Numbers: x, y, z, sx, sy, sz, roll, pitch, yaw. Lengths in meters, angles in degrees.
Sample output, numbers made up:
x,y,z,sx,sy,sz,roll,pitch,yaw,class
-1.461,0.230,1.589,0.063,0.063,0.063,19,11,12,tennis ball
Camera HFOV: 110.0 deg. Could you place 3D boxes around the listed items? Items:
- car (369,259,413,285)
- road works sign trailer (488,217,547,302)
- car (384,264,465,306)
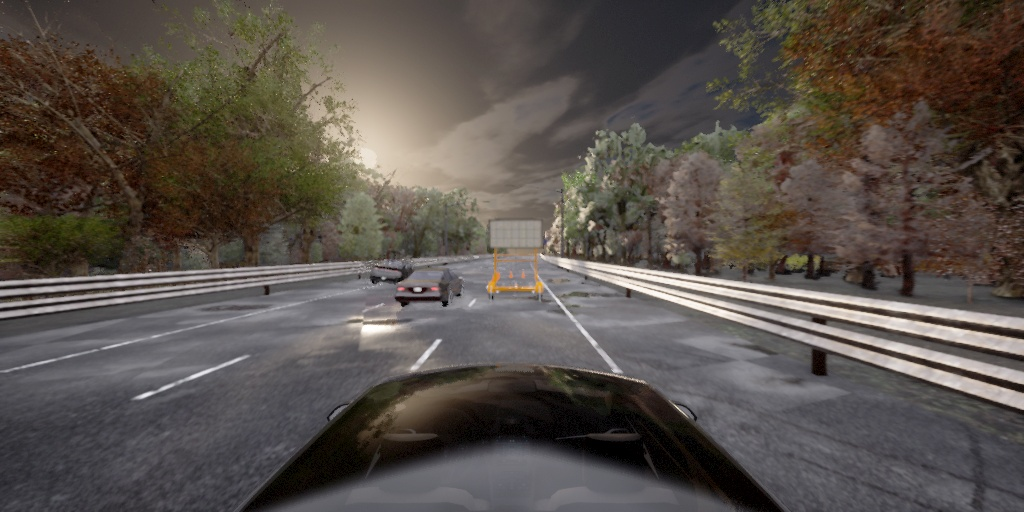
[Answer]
x,y,z,sx,sy,sz,roll,pitch,yaw,class
-6.458,0.982,20.575,2.128,1.511,4.902,9,-1,0,car
0.176,0.086,16.045,2.380,3.560,2.880,0,0,2,road works sign trailer
-3.238,1.188,14.960,2.033,1.411,5.357,0,1,1,car
